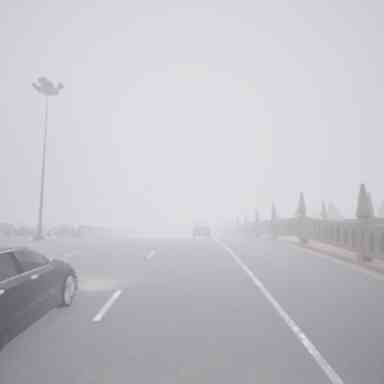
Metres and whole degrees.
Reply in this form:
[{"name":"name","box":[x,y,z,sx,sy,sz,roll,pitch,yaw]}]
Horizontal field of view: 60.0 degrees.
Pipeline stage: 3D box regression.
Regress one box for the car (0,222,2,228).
[{"name":"car","box":[-21.058,4.048,36.164,2.097,1.767,4.553,0,-7,0]}]

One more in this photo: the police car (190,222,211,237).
[{"name":"police car","box":[1.070,4.343,37.869,1.930,1.638,5.238,0,-7,0]}]

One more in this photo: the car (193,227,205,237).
[{"name":"car","box":[1.079,6.460,53.618,1.882,1.535,5.008,0,-7,0]}]

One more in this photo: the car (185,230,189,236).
[{"name":"car","box":[0.026,8.908,73.160,1.812,1.442,4.674,0,-7,-2]}]

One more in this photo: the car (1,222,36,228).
[{"name":"car","box":[-17.566,4.141,34.960,1.895,1.301,4.718,0,-7,0]}]

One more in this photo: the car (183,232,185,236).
[{"name":"car","box":[-1.158,10.816,87.600,1.994,1.385,4.181,1,-8,-10]}]

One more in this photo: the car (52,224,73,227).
[{"name":"car","box":[-14.061,4.166,35.989,2.128,1.511,4.902,0,-8,0]}]

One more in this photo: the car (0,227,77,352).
[{"name":"car","box":[-3.397,1.569,5.304,1.837,1.490,4.892,0,-1,0]}]
